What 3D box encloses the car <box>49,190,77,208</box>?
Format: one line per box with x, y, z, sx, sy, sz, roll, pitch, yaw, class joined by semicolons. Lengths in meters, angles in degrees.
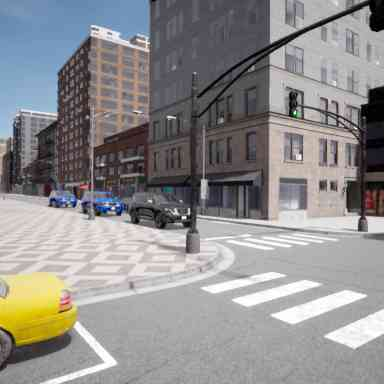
-15.616;0.841;40.042;2.150;2.045;5.566;1;0;-35;car

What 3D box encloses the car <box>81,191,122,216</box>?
-7.980;0.960;29.212;2.150;2.045;5.566;1;0;-35;car

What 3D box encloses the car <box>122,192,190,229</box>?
-2.036;1.053;20.803;2.150;2.045;5.566;1;0;-35;car

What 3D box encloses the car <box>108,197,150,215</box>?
-6.166;1.250;32.180;2.128;1.511;4.902;1;0;-35;car

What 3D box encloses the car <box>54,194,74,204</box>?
-19.978;1.065;51.675;1.812;1.442;4.674;1;0;-35;car

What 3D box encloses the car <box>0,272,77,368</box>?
-3.945;1.525;3.938;4.829;1.417;1.752;0;1;-36;car
